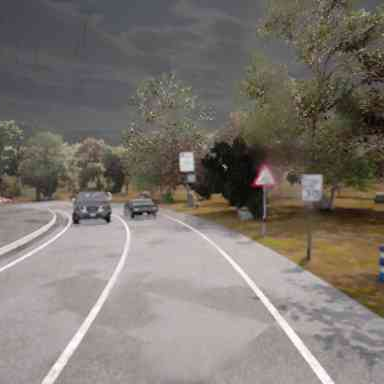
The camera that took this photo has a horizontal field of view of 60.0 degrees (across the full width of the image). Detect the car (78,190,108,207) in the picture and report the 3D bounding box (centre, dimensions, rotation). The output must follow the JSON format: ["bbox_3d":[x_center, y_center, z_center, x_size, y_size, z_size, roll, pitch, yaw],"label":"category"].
[{"bbox_3d":[-11.943,0.753,39.952,2.097,1.767,4.553,-5,3,-35],"label":"car"}]

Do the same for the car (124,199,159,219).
[{"bbox_3d":[-3.874,1.147,24.503,1.895,1.301,4.718,-2,2,-19],"label":"car"}]

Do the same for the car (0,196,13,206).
[{"bbox_3d":[-31.327,1.466,54.235,4.553,1.767,2.097,-3,4,35],"label":"car"}]

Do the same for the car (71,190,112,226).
[{"bbox_3d":[-6.511,0.918,21.625,2.150,2.045,5.566,-2,1,-18],"label":"car"}]
